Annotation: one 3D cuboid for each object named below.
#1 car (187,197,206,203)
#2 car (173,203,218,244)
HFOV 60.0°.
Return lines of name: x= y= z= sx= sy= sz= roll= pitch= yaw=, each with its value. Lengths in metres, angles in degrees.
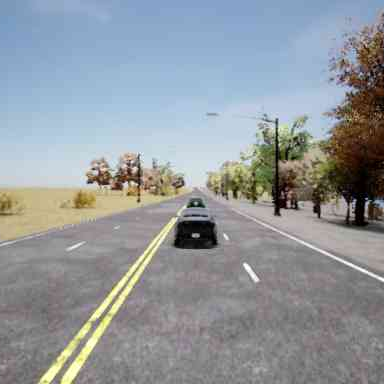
car: x=0.460 y=1.349 z=37.711 sx=2.097 sy=1.767 sz=4.553 roll=0 pitch=0 yaw=1
car: x=0.172 y=1.508 z=15.844 sx=1.837 sy=1.490 sz=4.892 roll=0 pitch=0 yaw=0
